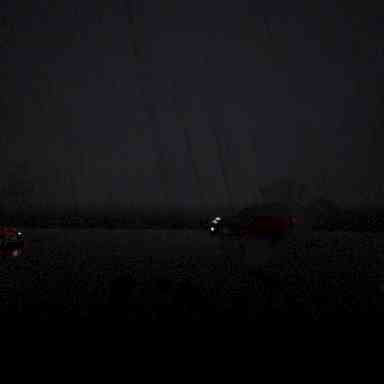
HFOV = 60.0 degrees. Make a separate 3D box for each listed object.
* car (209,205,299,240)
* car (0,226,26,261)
[{"bbox_3d":[3.162,1.472,17.606,4.553,1.767,2.097,1,0,3],"label":"car"},{"bbox_3d":[-8.109,1.455,11.185,4.553,1.767,2.097,0,0,3],"label":"car"}]
